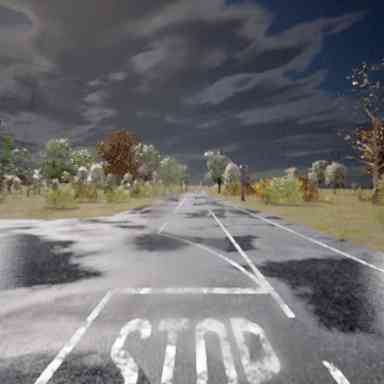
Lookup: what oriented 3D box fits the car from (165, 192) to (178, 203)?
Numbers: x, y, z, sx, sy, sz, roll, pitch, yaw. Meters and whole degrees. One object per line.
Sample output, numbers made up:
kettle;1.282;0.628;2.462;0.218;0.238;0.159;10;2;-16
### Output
car;-3.378;0.809;55.338;2.097;1.767;4.553;0;1;0
